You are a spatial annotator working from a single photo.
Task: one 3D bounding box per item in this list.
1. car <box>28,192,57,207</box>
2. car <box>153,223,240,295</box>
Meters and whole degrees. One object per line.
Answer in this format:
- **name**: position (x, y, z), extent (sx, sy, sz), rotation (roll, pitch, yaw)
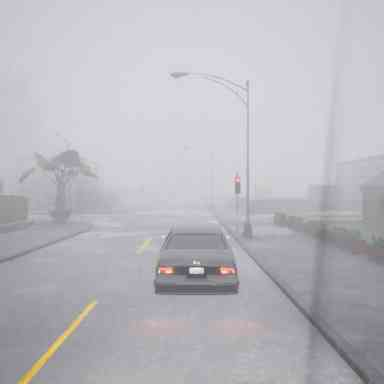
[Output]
- **car**: position (-19.748, 0.985, 43.898), extent (1.905, 1.878, 3.866), rotation (0, 0, 35)
- **car**: position (0.099, 1.547, 8.855), extent (2.033, 1.411, 5.357), rotation (0, 0, 0)
